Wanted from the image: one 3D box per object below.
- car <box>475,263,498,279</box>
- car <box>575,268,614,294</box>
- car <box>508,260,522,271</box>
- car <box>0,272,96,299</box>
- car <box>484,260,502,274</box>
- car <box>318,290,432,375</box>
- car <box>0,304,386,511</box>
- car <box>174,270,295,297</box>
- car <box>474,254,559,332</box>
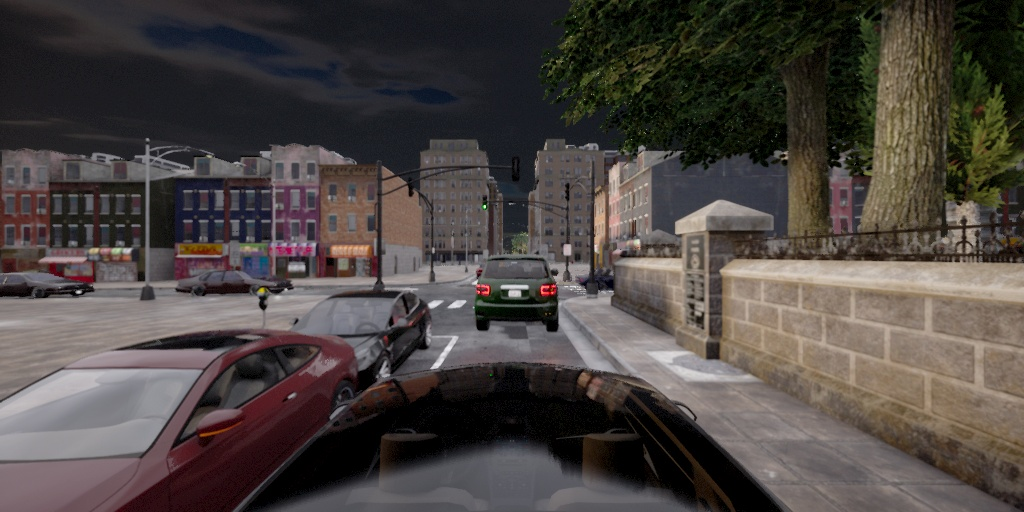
[{"bbox_3d":[-2.273,1.362,33.196,1.895,1.301,4.718,0,0,0],"label":"car"},{"bbox_3d":[5.935,1.302,19.373,4.718,1.301,1.895,0,0,0],"label":"car"},{"bbox_3d":[0.408,1.292,49.111,1.812,1.442,4.674,0,0,0],"label":"car"},{"bbox_3d":[-25.963,1.598,19.273,5.357,1.411,2.033,-1,0,0],"label":"car"},{"bbox_3d":[-2.284,1.242,43.609,1.882,1.535,5.008,0,0,0],"label":"car"},{"bbox_3d":[-2.637,1.318,6.410,1.948,1.339,4.313,0,0,0],"label":"car"},{"bbox_3d":[-2.638,1.332,2.747,1.802,1.307,4.207,0,0,0],"label":"car"},{"bbox_3d":[-14.842,1.453,19.312,5.357,1.411,2.033,-1,0,0],"label":"car"},{"bbox_3d":[0.250,0.977,11.068,2.150,2.045,5.566,0,0,4],"label":"car"}]
